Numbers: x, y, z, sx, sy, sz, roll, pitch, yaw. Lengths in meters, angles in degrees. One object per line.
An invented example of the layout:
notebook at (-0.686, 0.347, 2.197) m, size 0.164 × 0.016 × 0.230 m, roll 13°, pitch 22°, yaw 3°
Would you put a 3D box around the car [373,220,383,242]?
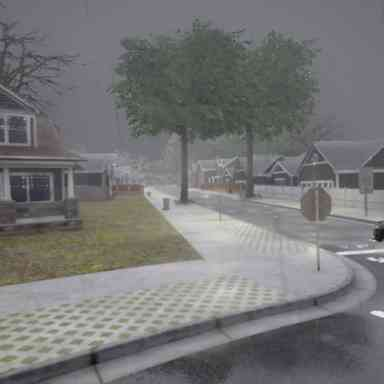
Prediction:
car at (8.505, 1.281, 10.892) m, size 2.128 × 1.511 × 4.902 m, roll -5°, pitch 4°, yaw -27°
